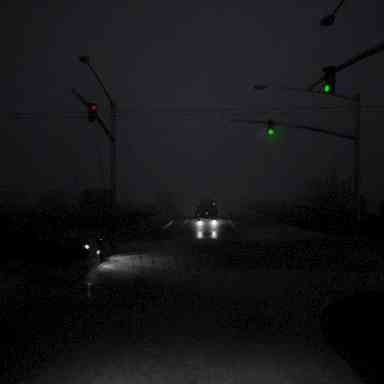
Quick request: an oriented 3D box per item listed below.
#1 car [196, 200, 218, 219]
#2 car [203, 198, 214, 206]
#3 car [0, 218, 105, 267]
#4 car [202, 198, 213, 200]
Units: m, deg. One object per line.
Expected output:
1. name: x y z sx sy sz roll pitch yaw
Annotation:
1. car: 1.397 1.702 30.788 1.994 1.385 4.181 0 0 3
2. car: 3.121 1.924 63.468 1.895 1.301 4.718 0 0 3
3. car: -5.783 1.612 11.142 5.357 1.411 2.033 0 0 2
4. car: 2.018 1.559 43.235 2.097 1.767 4.553 0 0 3
